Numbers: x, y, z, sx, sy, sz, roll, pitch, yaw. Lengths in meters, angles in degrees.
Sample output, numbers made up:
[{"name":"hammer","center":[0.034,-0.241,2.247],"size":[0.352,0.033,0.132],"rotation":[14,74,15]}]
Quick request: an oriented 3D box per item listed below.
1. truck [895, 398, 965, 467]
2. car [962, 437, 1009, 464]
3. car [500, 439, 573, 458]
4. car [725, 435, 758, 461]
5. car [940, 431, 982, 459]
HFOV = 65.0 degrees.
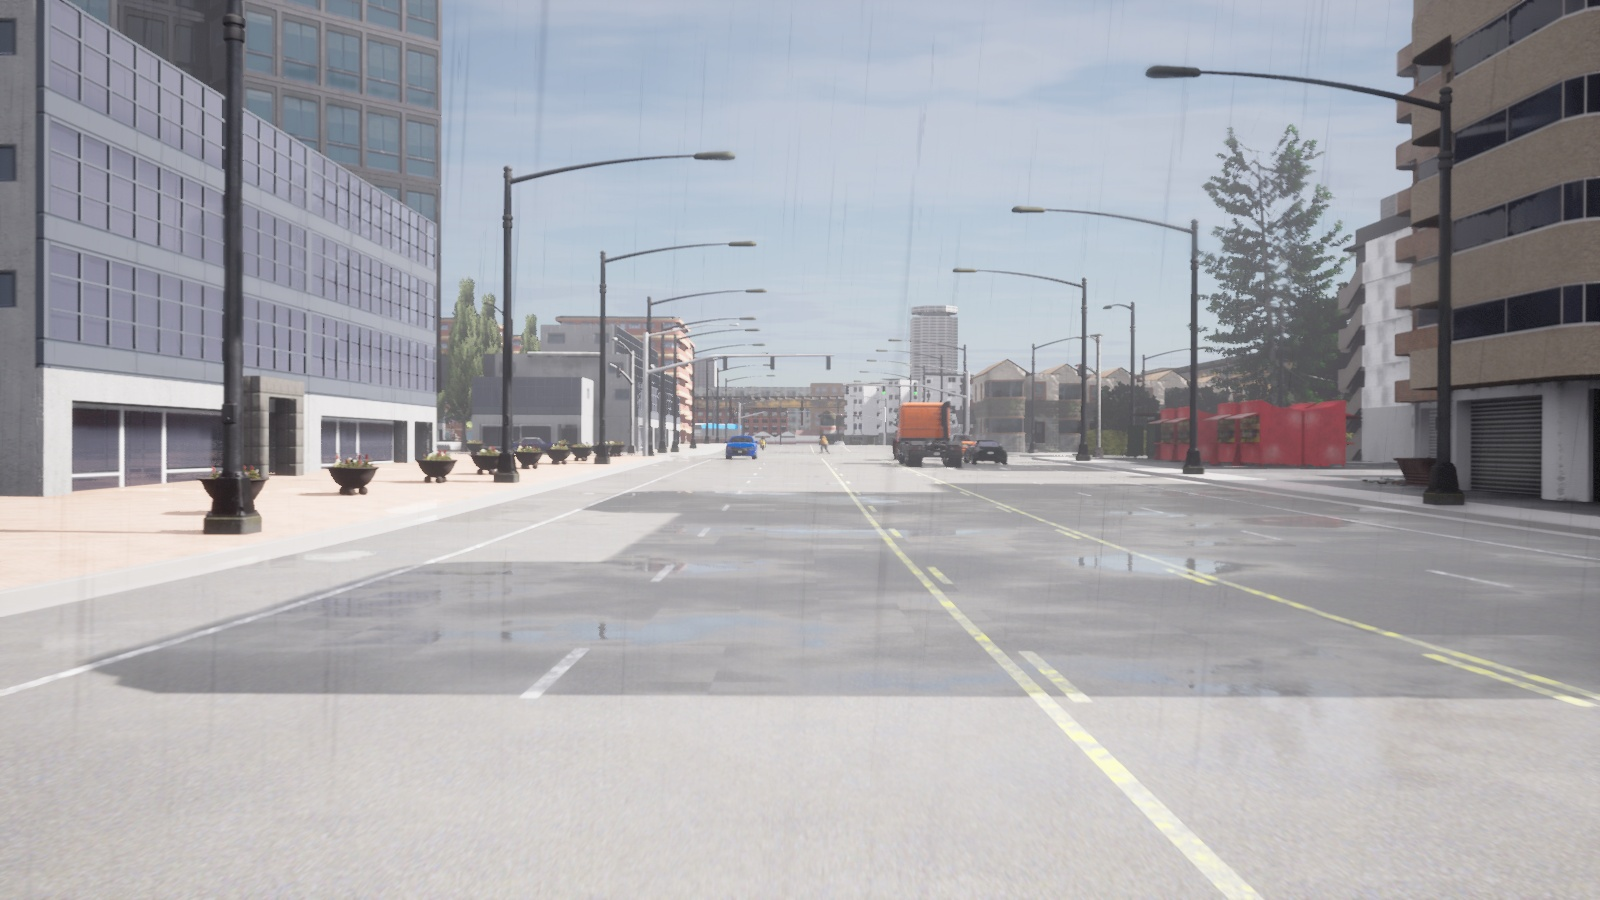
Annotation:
[{"name":"truck","center":[6.830,-0.966,66.966],"size":[2.891,3.462,7.936],"rotation":[0,1,0]},{"name":"car","center":[10.324,0.011,70.181],"size":[1.994,1.385,4.181],"rotation":[0,1,0]},{"name":"car","center":[-18.583,-0.077,88.572],"size":[4.718,1.301,1.895],"rotation":[0,0,0]},{"name":"car","center":[-3.698,-0.158,79.833],"size":[1.882,1.535,5.008],"rotation":[0,1,0]},{"name":"car","center":[10.299,-0.340,80.536],"size":[2.097,1.767,4.553],"rotation":[0,1,0]}]
